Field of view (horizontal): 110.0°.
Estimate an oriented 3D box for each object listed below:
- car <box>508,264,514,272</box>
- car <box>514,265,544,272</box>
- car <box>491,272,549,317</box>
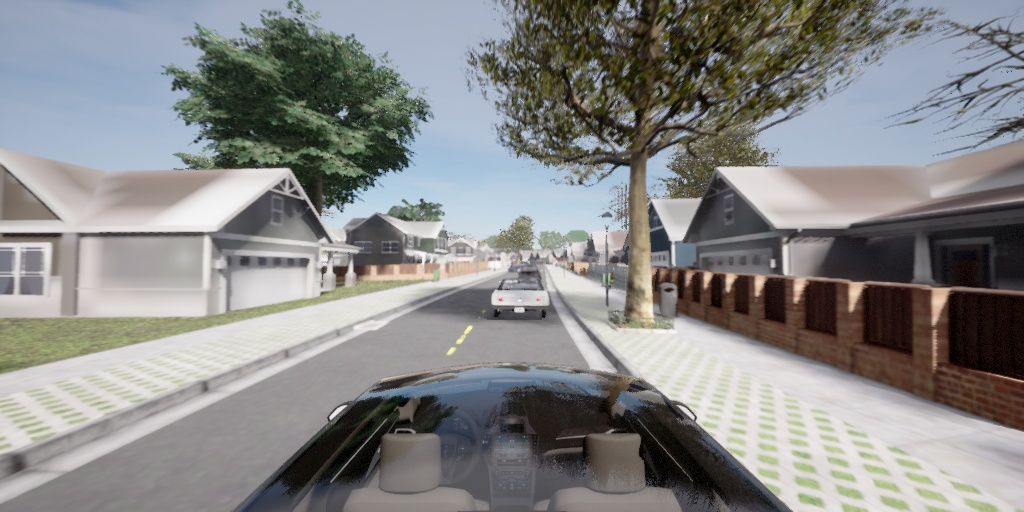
[{"bbox_3d":[0.552,1.781,52.136,1.994,1.385,4.181,0,-1,5],"label":"car"},{"bbox_3d":[1.463,1.484,29.189,1.837,1.490,4.892,0,0,6],"label":"car"},{"bbox_3d":[0.374,1.446,13.666,1.895,1.301,4.718,0,0,3],"label":"car"}]
